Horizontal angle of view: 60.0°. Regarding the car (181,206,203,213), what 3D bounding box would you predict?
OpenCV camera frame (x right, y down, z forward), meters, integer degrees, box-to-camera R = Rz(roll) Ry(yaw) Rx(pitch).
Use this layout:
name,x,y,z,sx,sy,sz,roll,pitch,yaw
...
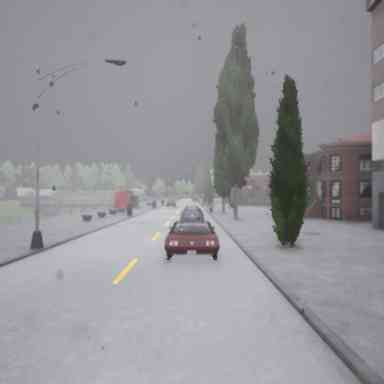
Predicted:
name,x,y,z,sx,sy,sz,roll,pitch,yaw
car,0.018,1.879,28.551,1.994,1.385,4.181,0,-1,0

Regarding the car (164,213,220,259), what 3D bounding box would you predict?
name,x,y,z,sx,sy,sz,roll,pitch,yaw
car,0.012,1.748,13.227,1.895,1.301,4.718,0,-1,0

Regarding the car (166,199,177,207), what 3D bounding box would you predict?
name,x,y,z,sx,sy,sz,roll,pitch,yaw
car,-4.022,2.215,64.943,1.837,1.490,4.892,0,0,0
